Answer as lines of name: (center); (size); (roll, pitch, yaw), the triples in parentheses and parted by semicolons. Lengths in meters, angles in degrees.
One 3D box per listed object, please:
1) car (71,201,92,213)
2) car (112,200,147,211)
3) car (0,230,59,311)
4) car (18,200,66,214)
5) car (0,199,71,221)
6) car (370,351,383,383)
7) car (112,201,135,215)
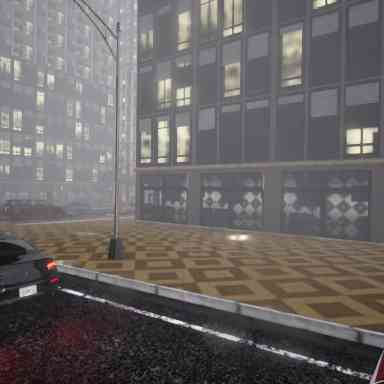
car: (-13.873, 1.743, 38.849); (1.994, 1.385, 4.181); (1, 0, 37)
car: (-8.586, 1.858, 46.028); (1.895, 1.301, 4.718); (1, 0, 36)
car: (-4.674, 1.522, 7.001); (4.674, 1.442, 1.812); (0, 0, 35)
car: (-17.289, 1.643, 38.599); (1.752, 1.417, 4.829); (1, 0, 36)
car: (-13.780, 1.520, 29.229); (2.192, 1.841, 5.009); (1, 0, 36)
car: (3.219, 1.353, 1.393); (4.553, 1.767, 2.097); (0, 0, 35)
car: (-6.994, 1.830, 38.449); (1.752, 1.417, 4.829); (1, 0, 36)
